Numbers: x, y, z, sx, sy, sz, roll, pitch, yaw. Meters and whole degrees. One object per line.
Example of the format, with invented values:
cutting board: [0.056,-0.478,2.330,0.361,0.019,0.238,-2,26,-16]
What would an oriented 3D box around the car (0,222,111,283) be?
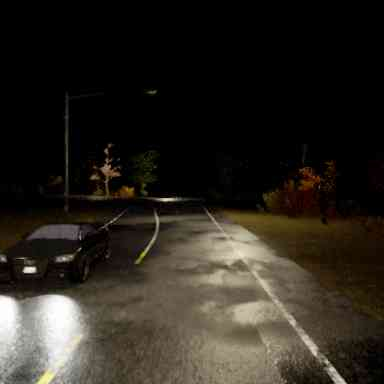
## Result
car: [-3.670,1.565,9.481,1.994,1.385,4.181,0,0,-1]
